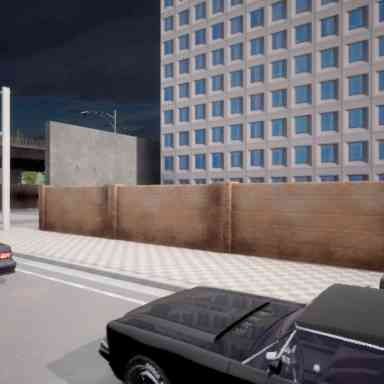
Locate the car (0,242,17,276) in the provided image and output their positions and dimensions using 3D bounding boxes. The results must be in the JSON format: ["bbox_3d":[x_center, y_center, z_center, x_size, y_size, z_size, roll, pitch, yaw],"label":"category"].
[{"bbox_3d":[-6.762,1.547,8.821,5.357,1.411,2.033,0,0,36],"label":"car"}]

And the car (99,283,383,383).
[{"bbox_3d":[1.315,1.601,3.048,4.718,1.301,1.895,0,0,36],"label":"car"}]
